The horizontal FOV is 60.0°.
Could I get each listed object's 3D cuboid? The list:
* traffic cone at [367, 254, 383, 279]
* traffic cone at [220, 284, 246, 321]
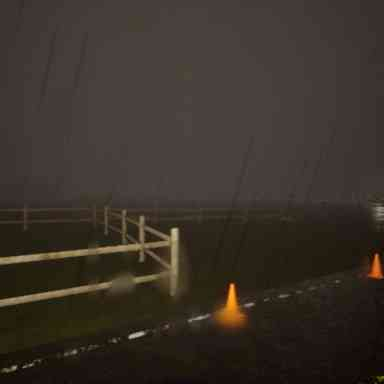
[{"bbox_3d":[4.899,1.943,8.810,0.340,0.580,0.340,0,0,-34],"label":"traffic cone"},{"bbox_3d":[0.729,1.947,5.981,0.340,0.580,0.340,0,0,-35],"label":"traffic cone"}]
